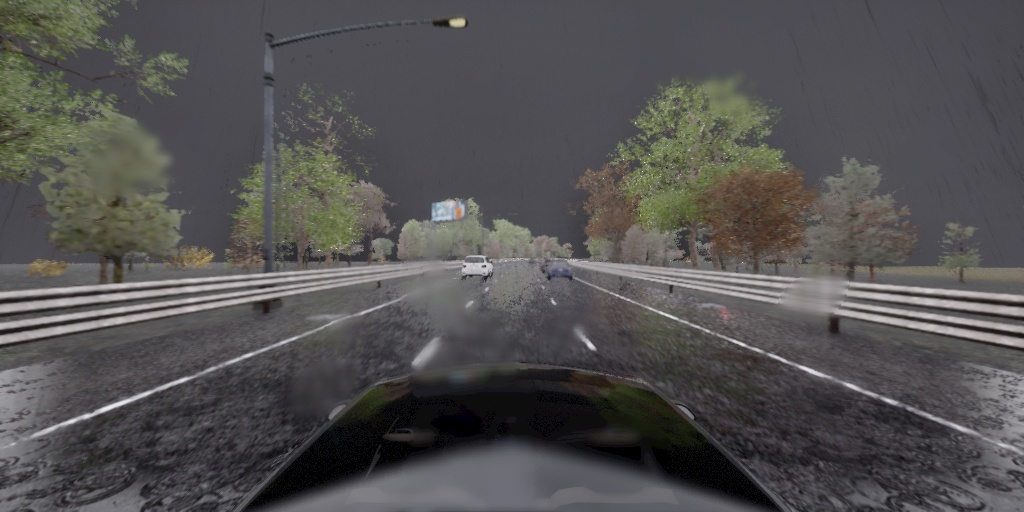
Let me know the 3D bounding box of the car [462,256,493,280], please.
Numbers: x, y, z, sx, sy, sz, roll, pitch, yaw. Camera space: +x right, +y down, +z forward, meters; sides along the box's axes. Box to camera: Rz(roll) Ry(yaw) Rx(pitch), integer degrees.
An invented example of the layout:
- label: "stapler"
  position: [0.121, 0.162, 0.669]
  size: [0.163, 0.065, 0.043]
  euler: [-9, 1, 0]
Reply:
- label: "car"
  position: [-2.929, 0.985, 31.327]
  size: [2.150, 2.045, 5.566]
  euler: [0, 0, 2]

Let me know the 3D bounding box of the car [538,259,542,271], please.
- label: "car"
  position: [4.486, 1.233, 42.232]
  size: [2.033, 1.649, 4.856]
  euler: [0, 0, 3]

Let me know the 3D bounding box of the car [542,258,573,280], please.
- label: "car"
  position: [4.011, 1.138, 31.336]
  size: [2.097, 1.767, 4.553]
  euler: [0, 0, 2]
